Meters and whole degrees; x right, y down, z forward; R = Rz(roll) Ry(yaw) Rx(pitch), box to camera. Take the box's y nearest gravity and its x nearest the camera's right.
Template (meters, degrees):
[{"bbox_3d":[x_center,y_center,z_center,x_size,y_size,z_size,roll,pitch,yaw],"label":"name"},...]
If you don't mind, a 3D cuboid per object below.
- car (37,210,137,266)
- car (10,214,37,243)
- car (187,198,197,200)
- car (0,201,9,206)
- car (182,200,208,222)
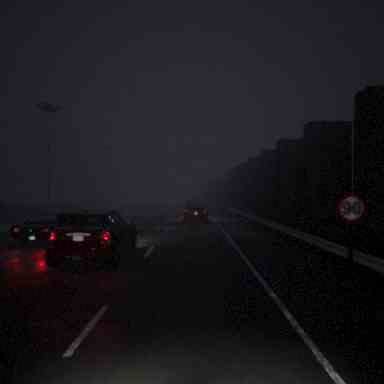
[{"bbox_3d":[-3.310,1.402,11.847,2.097,1.767,4.553,0,0,1],"label":"car"},{"bbox_3d":[-6.771,1.667,16.345,1.895,1.301,4.718,0,0,1],"label":"car"},{"bbox_3d":[0.019,1.641,44.479,2.033,1.649,4.856,0,0,-1],"label":"car"},{"bbox_3d":[-20.852,1.629,34.383,1.837,1.490,4.892,0,0,-1],"label":"car"},{"bbox_3d":[0.280,1.633,27.234,2.163,1.488,4.792,0,0,0],"label":"car"}]
